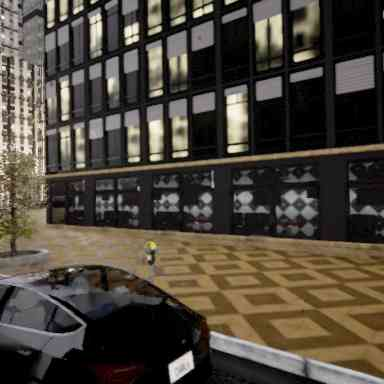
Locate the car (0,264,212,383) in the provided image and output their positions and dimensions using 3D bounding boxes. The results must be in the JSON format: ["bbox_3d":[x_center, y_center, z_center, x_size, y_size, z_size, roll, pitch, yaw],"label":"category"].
[{"bbox_3d":[-1.785,1.602,4.161,4.313,1.339,1.947,-1,-1,36],"label":"car"}]
